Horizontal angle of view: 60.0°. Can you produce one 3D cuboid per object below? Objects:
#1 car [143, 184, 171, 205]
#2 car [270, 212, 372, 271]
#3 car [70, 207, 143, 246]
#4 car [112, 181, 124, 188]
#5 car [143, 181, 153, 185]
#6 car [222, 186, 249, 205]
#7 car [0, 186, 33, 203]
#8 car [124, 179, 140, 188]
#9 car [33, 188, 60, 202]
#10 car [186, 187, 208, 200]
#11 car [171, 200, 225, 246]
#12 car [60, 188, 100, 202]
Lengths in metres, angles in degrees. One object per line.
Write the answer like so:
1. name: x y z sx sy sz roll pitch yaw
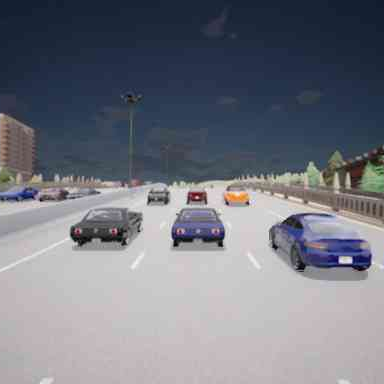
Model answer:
1. car: -3.026 0.299 31.139 2.128 1.511 4.902 0 3 1
2. car: 3.689 1.350 10.200 1.812 1.442 4.674 0 3 1
3. car: -3.253 1.272 13.664 1.895 1.301 4.718 0 3 1
4. car: -16.557 -1.754 74.901 2.097 1.767 4.553 0 1 1
5. car: -9.581 -1.662 72.914 1.882 1.535 5.008 0 1 1
6. car: 3.970 0.177 30.804 2.097 1.767 4.553 0 3 1
7. car: -17.188 0.180 33.217 1.882 1.535 5.008 0 3 1
8. car: -13.058 -1.880 74.794 2.150 2.045 5.566 0 1 1
9. car: -13.685 0.258 33.402 1.994 1.385 4.181 0 3 1
10. car: 0.489 0.240 32.058 1.882 1.535 5.008 0 3 1
11. car: 0.246 1.275 13.619 1.895 1.301 4.718 0 3 1
12. car: -10.212 0.331 31.598 2.033 1.411 5.357 0 3 1
